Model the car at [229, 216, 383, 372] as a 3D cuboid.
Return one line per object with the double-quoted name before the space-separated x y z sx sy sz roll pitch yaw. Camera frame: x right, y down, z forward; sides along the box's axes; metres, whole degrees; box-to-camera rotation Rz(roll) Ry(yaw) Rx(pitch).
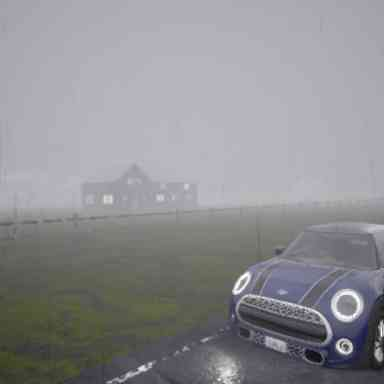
"car" 2.677 1.391 5.949 4.553 1.767 2.097 0 -1 -45
